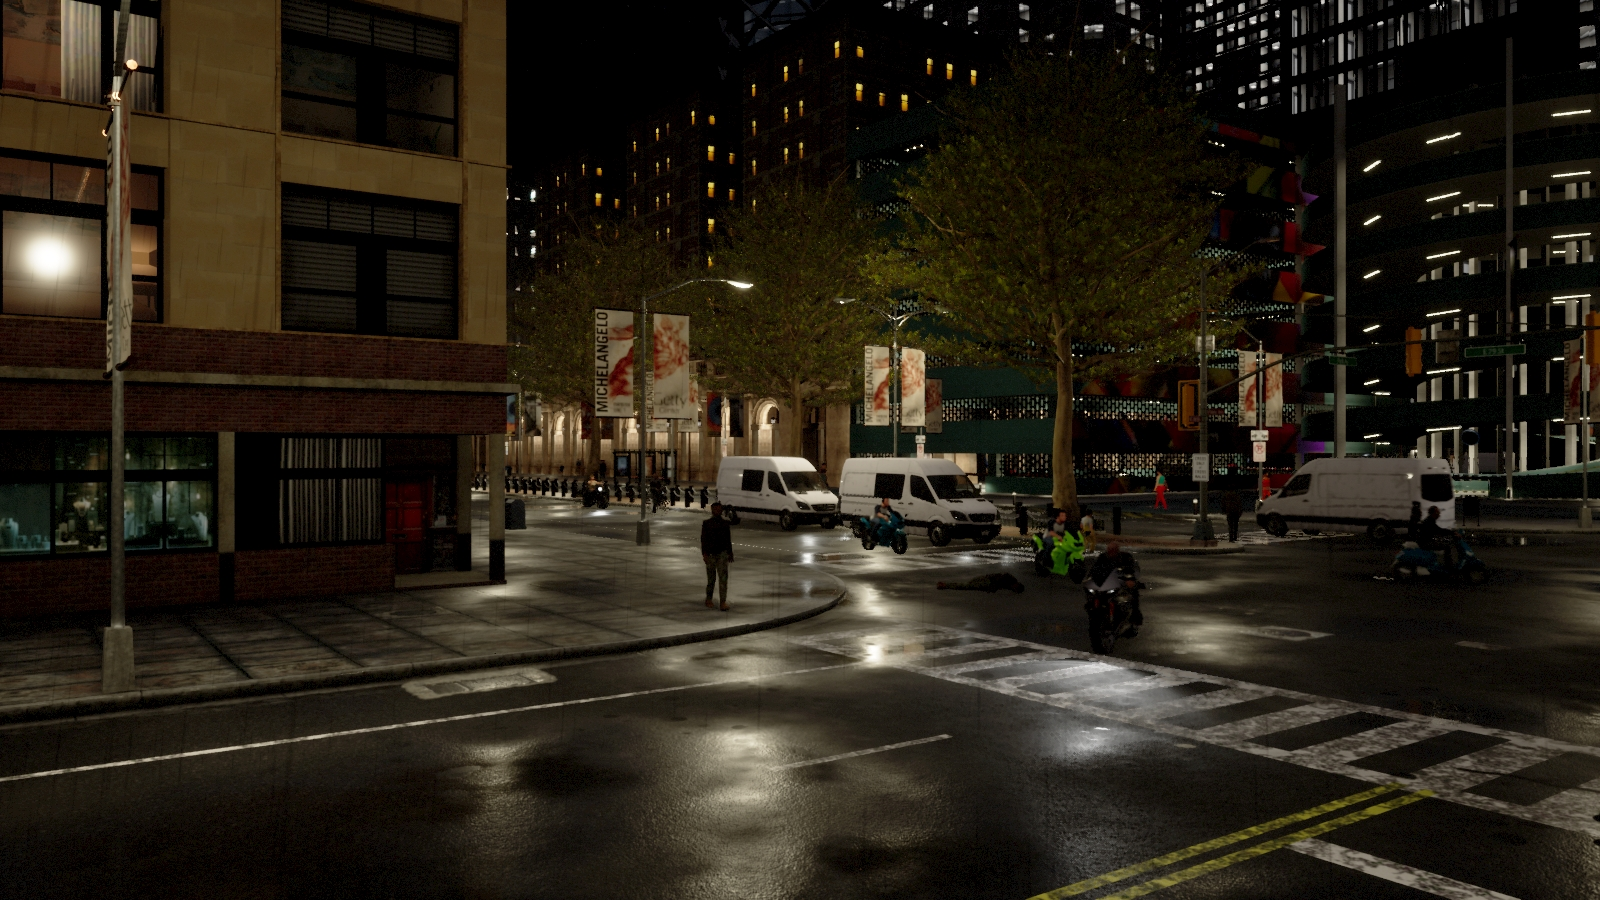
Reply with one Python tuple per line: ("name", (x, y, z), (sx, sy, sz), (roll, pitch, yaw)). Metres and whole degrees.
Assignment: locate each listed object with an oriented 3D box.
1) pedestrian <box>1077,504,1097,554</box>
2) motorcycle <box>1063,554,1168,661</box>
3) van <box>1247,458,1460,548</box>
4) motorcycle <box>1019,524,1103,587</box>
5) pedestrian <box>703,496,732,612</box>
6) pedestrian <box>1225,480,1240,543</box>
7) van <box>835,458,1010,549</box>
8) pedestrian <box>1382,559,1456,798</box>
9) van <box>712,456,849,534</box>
("pedestrian", (7.743, 2.129, 30.858), (0.375, 1.300, 0.375), (0, 0, -41))
("motorcycle", (4.560, 2.205, 16.382), (0.867, 1.251, 2.209), (-3, -1, 30))
("van", (17.200, 1.534, 35.886), (1.988, 2.561, 5.915), (0, 0, -30))
("motorcycle", (5.537, 2.213, 24.362), (0.803, 1.145, 2.033), (-1, 0, -18))
("pedestrian", (-1.359, 1.699, 18.792), (0.375, 1.860, 0.375), (0, 0, -21))
("pedestrian", (13.053, 1.848, 34.498), (0.375, 1.860, 0.375), (0, 0, 29))
("van", (3.640, 1.535, 35.329), (1.988, 2.561, 5.915), (0, 0, -35))
("pedestrian", (5.062, 1.848, 9.351), (0.375, 1.860, 0.375), (0, 0, -17))
("van", (-0.814, 1.533, 41.653), (1.988, 2.561, 5.915), (0, 0, -35))
